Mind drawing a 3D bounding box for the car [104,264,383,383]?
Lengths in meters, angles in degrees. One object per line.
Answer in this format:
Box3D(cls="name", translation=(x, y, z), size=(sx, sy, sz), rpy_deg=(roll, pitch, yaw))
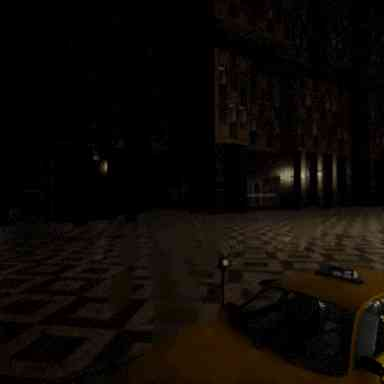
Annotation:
Box3D(cls="car", translation=(1.397, 1.516, 3.522), size=(4.829, 1.417, 1.752), rpy_deg=(0, 0, -36))
